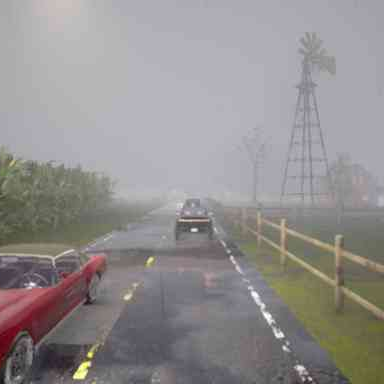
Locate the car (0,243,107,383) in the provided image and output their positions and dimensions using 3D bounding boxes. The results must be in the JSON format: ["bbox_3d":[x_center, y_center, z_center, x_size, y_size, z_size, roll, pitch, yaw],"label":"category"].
[{"bbox_3d":[-2.851,1.603,5.327,1.895,1.301,4.718,0,0,0],"label":"car"}]

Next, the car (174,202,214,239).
[{"bbox_3d":[0.102,1.502,17.429,2.128,1.511,4.902,0,0,0],"label":"car"}]

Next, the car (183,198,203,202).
[{"bbox_3d":[0.105,1.383,35.250,2.097,1.767,4.553,0,0,0],"label":"car"}]
